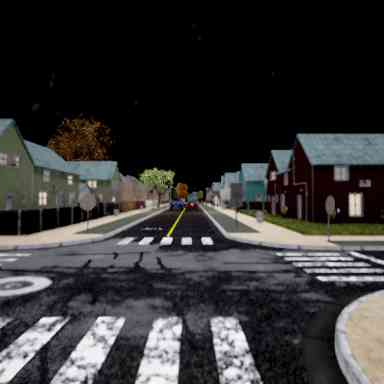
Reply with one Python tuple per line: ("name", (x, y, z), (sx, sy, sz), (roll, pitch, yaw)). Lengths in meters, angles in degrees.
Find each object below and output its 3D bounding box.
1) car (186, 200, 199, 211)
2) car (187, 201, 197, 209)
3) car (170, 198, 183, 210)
("car", (0.022, 2.172, 54.906), (2.097, 1.767, 4.553), (0, -1, 0))
("car", (0.026, 2.532, 64.935), (1.812, 1.442, 4.674), (0, -1, 0))
("car", (-2.726, 2.117, 59.080), (2.150, 2.045, 5.566), (0, -1, 0))
